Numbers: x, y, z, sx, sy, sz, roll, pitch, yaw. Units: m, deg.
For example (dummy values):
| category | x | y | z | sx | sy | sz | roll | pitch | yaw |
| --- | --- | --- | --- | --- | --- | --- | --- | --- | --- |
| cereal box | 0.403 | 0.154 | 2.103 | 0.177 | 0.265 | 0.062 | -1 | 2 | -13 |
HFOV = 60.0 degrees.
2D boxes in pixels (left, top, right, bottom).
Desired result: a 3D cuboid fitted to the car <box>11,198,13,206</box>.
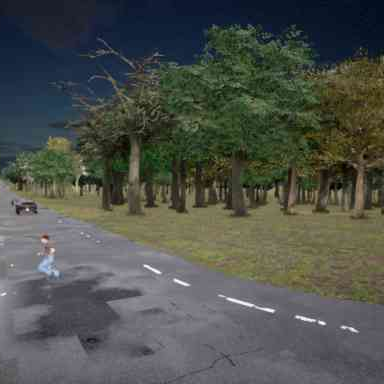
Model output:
| category | x | y | z | sx | sy | sz | roll | pitch | yaw |
| --- | --- | --- | --- | --- | --- | --- | --- | --- | --- |
| car | -27.705 | 1.398 | 52.924 | 2.033 | 1.411 | 5.357 | 0 | 0 | -29 |

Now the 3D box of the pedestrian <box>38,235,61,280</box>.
| category | x | y | z | sx | sy | sz | roll | pitch | yaw |
| --- | --- | --- | --- | --- | --- | --- | --- | --- | --- |
| pedestrian | -3.586 | 1.575 | 8.365 | 0.375 | 1.300 | 0.375 | -2 | 3 | -30 |

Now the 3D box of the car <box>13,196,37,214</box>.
| category | x | y | z | sx | sy | sz | roll | pitch | yaw |
| --- | --- | --- | --- | --- | --- | --- | --- | --- | --- |
| car | -17.479 | 1.467 | 34.984 | 1.837 | 1.490 | 4.892 | 0 | 0 | -30 |
